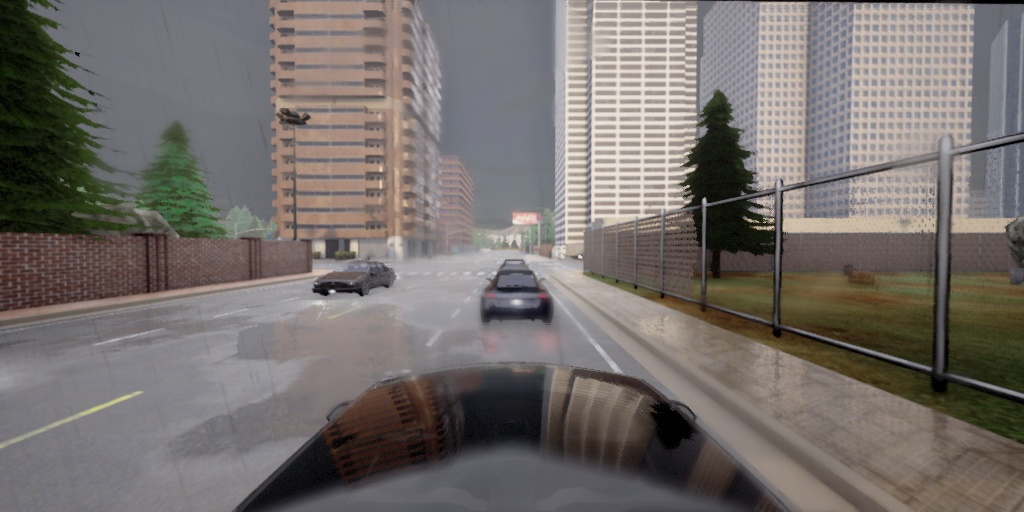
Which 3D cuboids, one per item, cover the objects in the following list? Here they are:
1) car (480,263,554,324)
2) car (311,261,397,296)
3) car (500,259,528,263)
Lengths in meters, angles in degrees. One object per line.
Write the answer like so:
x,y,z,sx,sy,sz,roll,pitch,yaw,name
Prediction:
0.117,1.092,11.021,1.994,1.385,4.181,0,1,0,car
-7.015,0.946,16.678,2.033,1.411,5.357,0,1,0,car
0.137,0.854,21.293,1.994,1.385,4.181,0,1,1,car
